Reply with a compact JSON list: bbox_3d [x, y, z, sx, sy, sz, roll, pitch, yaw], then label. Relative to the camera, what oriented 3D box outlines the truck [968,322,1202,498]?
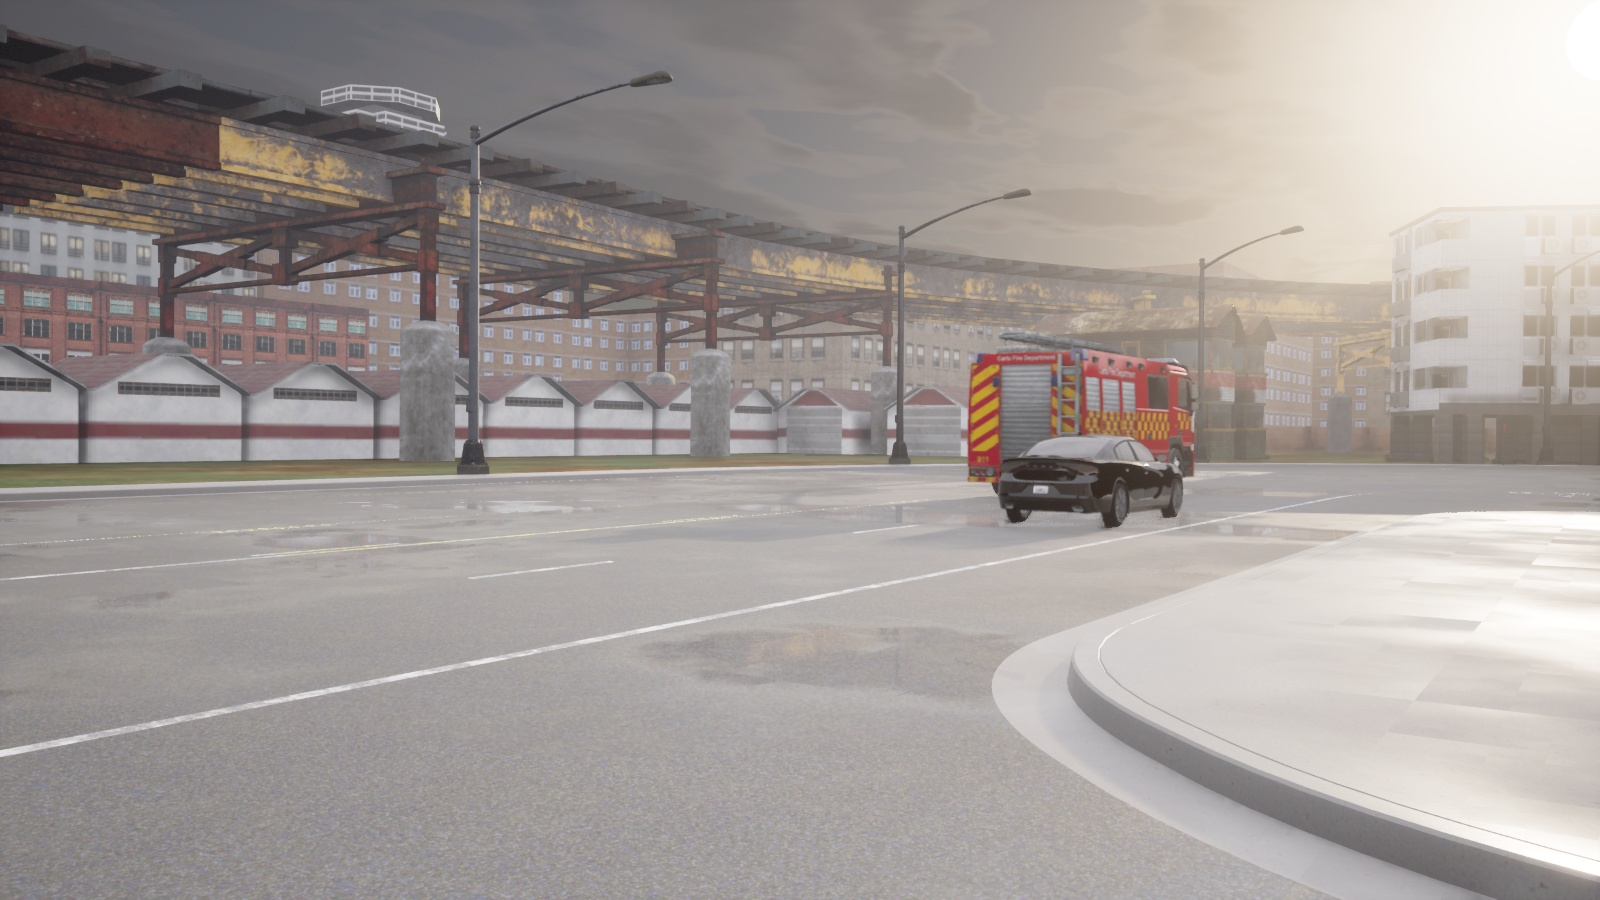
[{"bbox_3d":[7.441,-0.933,31.650,2.891,3.827,8.468,0,1,34],"label":"truck"}]

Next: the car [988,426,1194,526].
[{"bbox_3d":[5.236,0.361,22.015,1.882,1.535,5.008,0,1,34],"label":"car"}]
